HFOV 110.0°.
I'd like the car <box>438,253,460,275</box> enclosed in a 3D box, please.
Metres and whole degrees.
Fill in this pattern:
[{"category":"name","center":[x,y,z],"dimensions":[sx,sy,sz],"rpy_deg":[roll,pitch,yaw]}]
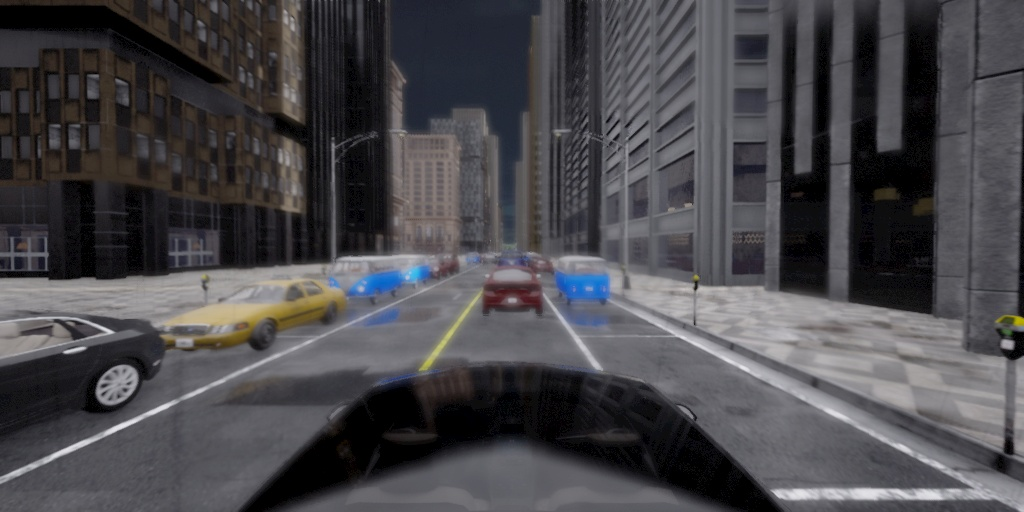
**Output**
[{"category":"car","center":[-5.814,0.653,31.477],"dimensions":[2.192,1.841,5.009],"rpy_deg":[0,0,0]}]

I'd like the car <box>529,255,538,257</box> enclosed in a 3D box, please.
[{"category":"car","center":[2.702,0.838,37.135],"dimensions":[1.802,1.307,4.207],"rpy_deg":[0,0,0]}]

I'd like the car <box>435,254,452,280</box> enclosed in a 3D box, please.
[{"category":"car","center":[-5.804,0.856,25.836],"dimensions":[1.967,1.591,4.097],"rpy_deg":[0,0,0]}]

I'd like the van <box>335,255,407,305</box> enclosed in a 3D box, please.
[{"category":"van","center":[-5.785,0.914,14.555],"dimensions":[1.690,1.789,3.998],"rpy_deg":[0,0,0]}]

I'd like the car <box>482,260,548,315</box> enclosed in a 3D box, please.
[{"category":"car","center":[0.032,1.074,12.726],"dimensions":[1.882,1.535,5.008],"rpy_deg":[0,1,0]}]

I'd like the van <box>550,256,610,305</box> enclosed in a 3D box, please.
[{"category":"van","center":[2.741,0.911,14.575],"dimensions":[1.690,1.789,3.998],"rpy_deg":[0,0,0]}]

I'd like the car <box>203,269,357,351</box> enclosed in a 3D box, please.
[{"category":"car","center":[-5.774,1.177,8.745],"dimensions":[1.751,1.417,4.829],"rpy_deg":[0,0,0]}]

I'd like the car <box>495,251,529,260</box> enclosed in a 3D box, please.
[{"category":"car","center":[0.015,0.587,29.450],"dimensions":[2.150,2.045,5.566],"rpy_deg":[0,1,0]}]

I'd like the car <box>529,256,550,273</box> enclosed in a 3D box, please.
[{"category":"car","center":[2.712,0.916,31.495],"dimensions":[1.802,1.307,4.207],"rpy_deg":[0,0,0]}]

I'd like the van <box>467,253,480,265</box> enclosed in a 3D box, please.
[{"category":"van","center":[-5.852,0.363,54.038],"dimensions":[1.690,1.789,3.998],"rpy_deg":[0,0,0]}]

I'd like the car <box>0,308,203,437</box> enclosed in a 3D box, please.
[{"category":"car","center":[-5.765,1.281,3.275],"dimensions":[2.007,1.370,4.403],"rpy_deg":[0,0,0]}]

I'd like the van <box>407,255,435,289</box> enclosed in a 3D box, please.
[{"category":"van","center":[-5.794,0.836,20.196],"dimensions":[1.690,1.789,3.998],"rpy_deg":[0,0,0]}]

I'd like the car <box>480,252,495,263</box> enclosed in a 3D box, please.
[{"category":"car","center":[-3.167,0.569,52.465],"dimensions":[1.812,1.442,4.674],"rpy_deg":[0,1,0]}]
